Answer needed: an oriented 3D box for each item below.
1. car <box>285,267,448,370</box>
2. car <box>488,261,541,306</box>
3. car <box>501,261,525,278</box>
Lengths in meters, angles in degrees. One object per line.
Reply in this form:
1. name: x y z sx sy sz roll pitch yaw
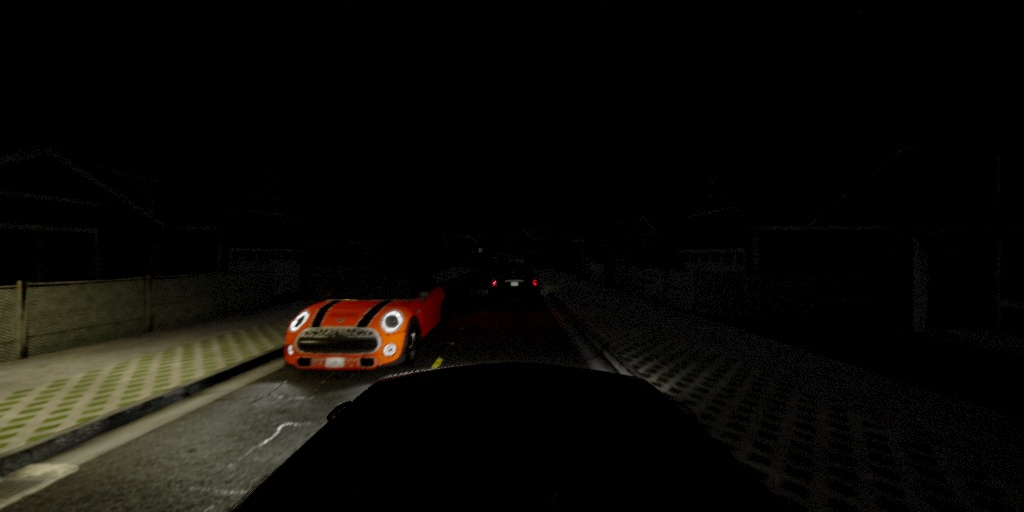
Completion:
1. car: -2.808 1.099 7.967 2.097 1.767 4.553 0 0 0
2. car: 0.097 1.096 15.852 2.097 1.767 4.553 0 0 0
3. car: 0.092 1.228 34.094 2.128 1.511 4.902 0 0 0
